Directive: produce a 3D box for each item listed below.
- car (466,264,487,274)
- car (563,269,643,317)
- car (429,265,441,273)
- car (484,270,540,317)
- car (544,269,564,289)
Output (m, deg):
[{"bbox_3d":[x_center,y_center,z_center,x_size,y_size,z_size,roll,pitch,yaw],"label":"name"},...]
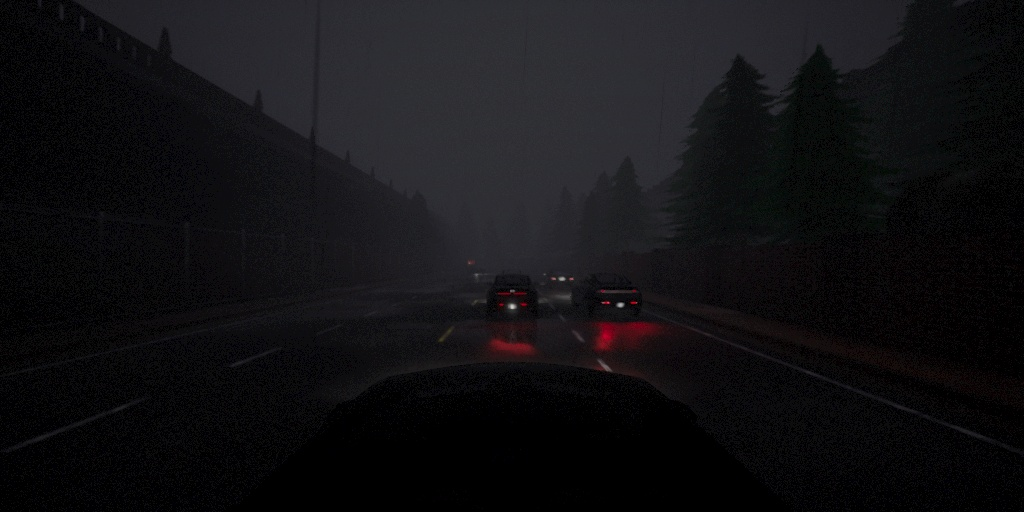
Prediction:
[{"bbox_3d":[-5.803,2.055,57.745,1.812,1.442,4.674,1,-1,-32],"label":"car"},{"bbox_3d":[3.529,1.412,14.045,2.128,1.511,4.902,0,-1,0],"label":"car"},{"bbox_3d":[-14.688,2.125,61.145,5.357,1.411,2.033,0,-1,26],"label":"car"},{"bbox_3d":[0.030,1.429,14.169,1.837,1.490,4.892,0,0,0],"label":"car"},{"bbox_3d":[3.495,1.648,26.968,2.033,1.411,5.357,0,-1,0],"label":"car"}]
